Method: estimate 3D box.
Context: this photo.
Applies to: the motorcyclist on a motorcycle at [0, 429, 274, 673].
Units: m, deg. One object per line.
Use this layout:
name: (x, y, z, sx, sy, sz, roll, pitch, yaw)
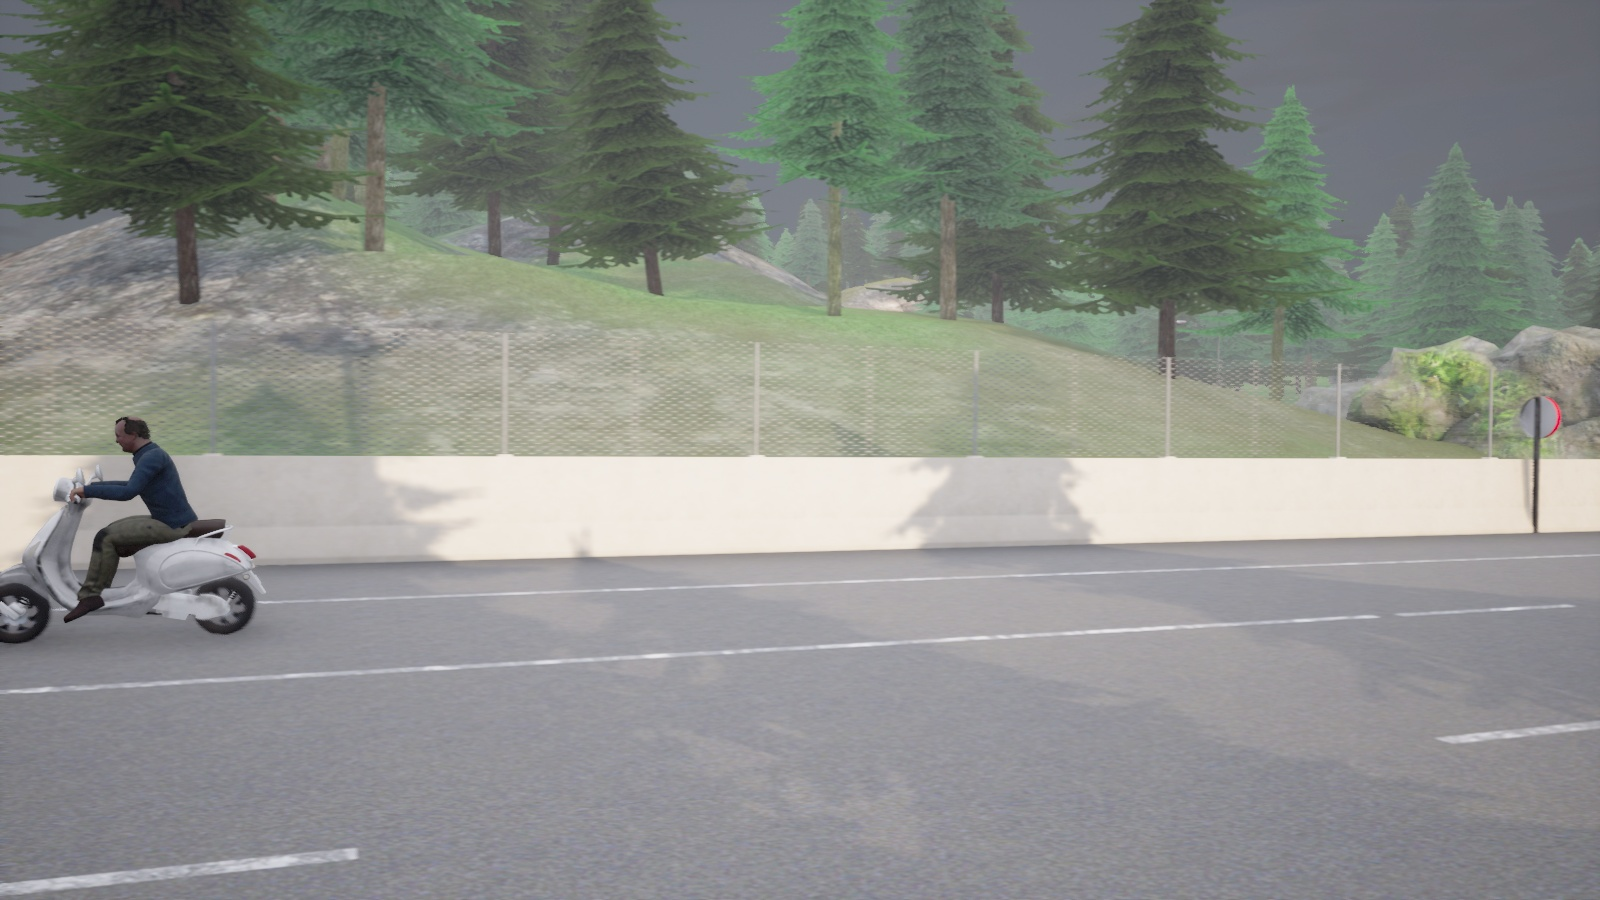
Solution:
motorcyclist on a motorcycle: (-4.749, 0.658, 8.923, 1.817, 1.590, 0.866, -1, 1, -21)
